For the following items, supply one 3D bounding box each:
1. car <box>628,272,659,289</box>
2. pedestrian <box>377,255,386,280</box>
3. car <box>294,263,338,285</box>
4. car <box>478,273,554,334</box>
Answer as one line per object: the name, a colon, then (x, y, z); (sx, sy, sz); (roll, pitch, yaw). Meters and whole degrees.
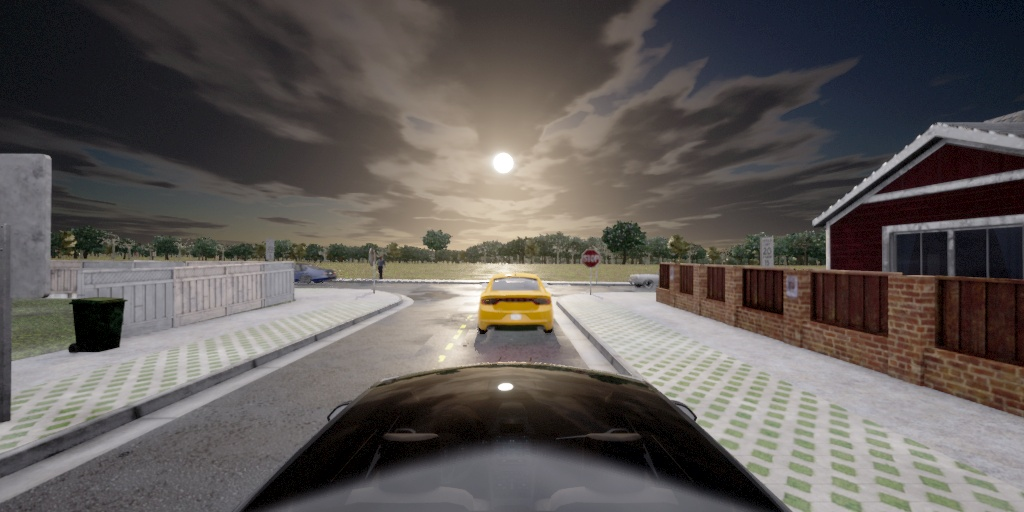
car: (10.239, 1.517, 23.799); (4.718, 1.301, 1.895); (1, 0, -1)
pedestrian: (-9.720, 0.830, 26.572); (0.375, 1.860, 0.375); (0, -1, 0)
car: (-14.469, 1.151, 23.624); (5.357, 1.411, 2.033); (1, 0, 0)
car: (0.091, 1.233, 10.677); (1.882, 1.535, 5.008); (0, 0, 0)
